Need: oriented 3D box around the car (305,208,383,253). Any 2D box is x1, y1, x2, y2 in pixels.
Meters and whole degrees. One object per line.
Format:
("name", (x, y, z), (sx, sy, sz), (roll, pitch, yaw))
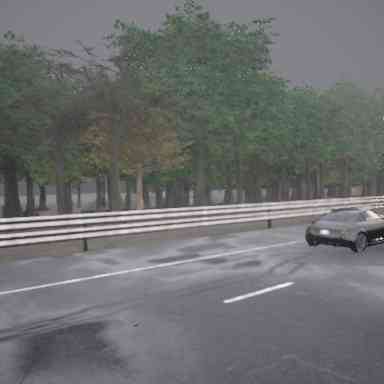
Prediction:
("car", (6.183, 1.305, 12.578), (4.181, 1.385, 1.994), (-1, 1, -36))
